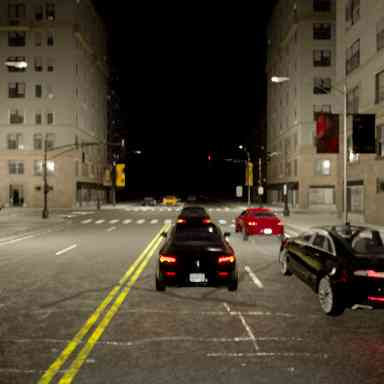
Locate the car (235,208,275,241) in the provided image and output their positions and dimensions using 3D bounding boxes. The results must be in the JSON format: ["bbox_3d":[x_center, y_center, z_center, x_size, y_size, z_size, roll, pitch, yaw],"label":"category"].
[{"bbox_3d":[3.254,1.510,16.546,1.812,1.442,4.674,0,0,0],"label":"car"}]

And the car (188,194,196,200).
[{"bbox_3d":[0.023,1.339,88.906,1.994,1.385,4.181,0,0,0],"label":"car"}]

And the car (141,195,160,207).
[{"bbox_3d":[-6.580,1.506,50.858,2.033,1.411,5.357,0,0,0],"label":"car"}]

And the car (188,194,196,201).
[{"bbox_3d":[0.021,1.522,78.933,1.895,1.301,4.718,0,0,0],"label":"car"}]

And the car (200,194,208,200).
[{"bbox_3d":[3.273,1.339,88.905,1.994,1.385,4.181,0,0,0],"label":"car"}]

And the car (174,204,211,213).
[{"bbox_3d":[0.104,1.509,17.754,1.812,1.442,4.674,0,0,0],"label":"car"}]

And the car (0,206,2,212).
[{"bbox_3d":[-21.039,1.423,32.026,5.008,1.535,1.882,0,0,0],"label":"car"}]

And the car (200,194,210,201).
[{"bbox_3d":[3.271,1.466,78.486,2.033,1.411,5.357,0,0,0],"label":"car"}]

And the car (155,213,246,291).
[{"bbox_3d":[0.100,1.517,8.845,1.812,1.442,4.674,0,0,0],"label":"car"}]

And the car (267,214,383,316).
[{"bbox_3d":[3.340,1.484,7.451,2.128,1.511,4.902,0,0,0],"label":"car"}]

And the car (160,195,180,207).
[{"bbox_3d":[-3.329,1.436,51.167,1.882,1.535,5.008,0,0,0],"label":"car"}]

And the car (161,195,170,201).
[{"bbox_3d":[-6.478,1.446,81.186,1.812,1.442,4.674,0,0,0],"label":"car"}]
